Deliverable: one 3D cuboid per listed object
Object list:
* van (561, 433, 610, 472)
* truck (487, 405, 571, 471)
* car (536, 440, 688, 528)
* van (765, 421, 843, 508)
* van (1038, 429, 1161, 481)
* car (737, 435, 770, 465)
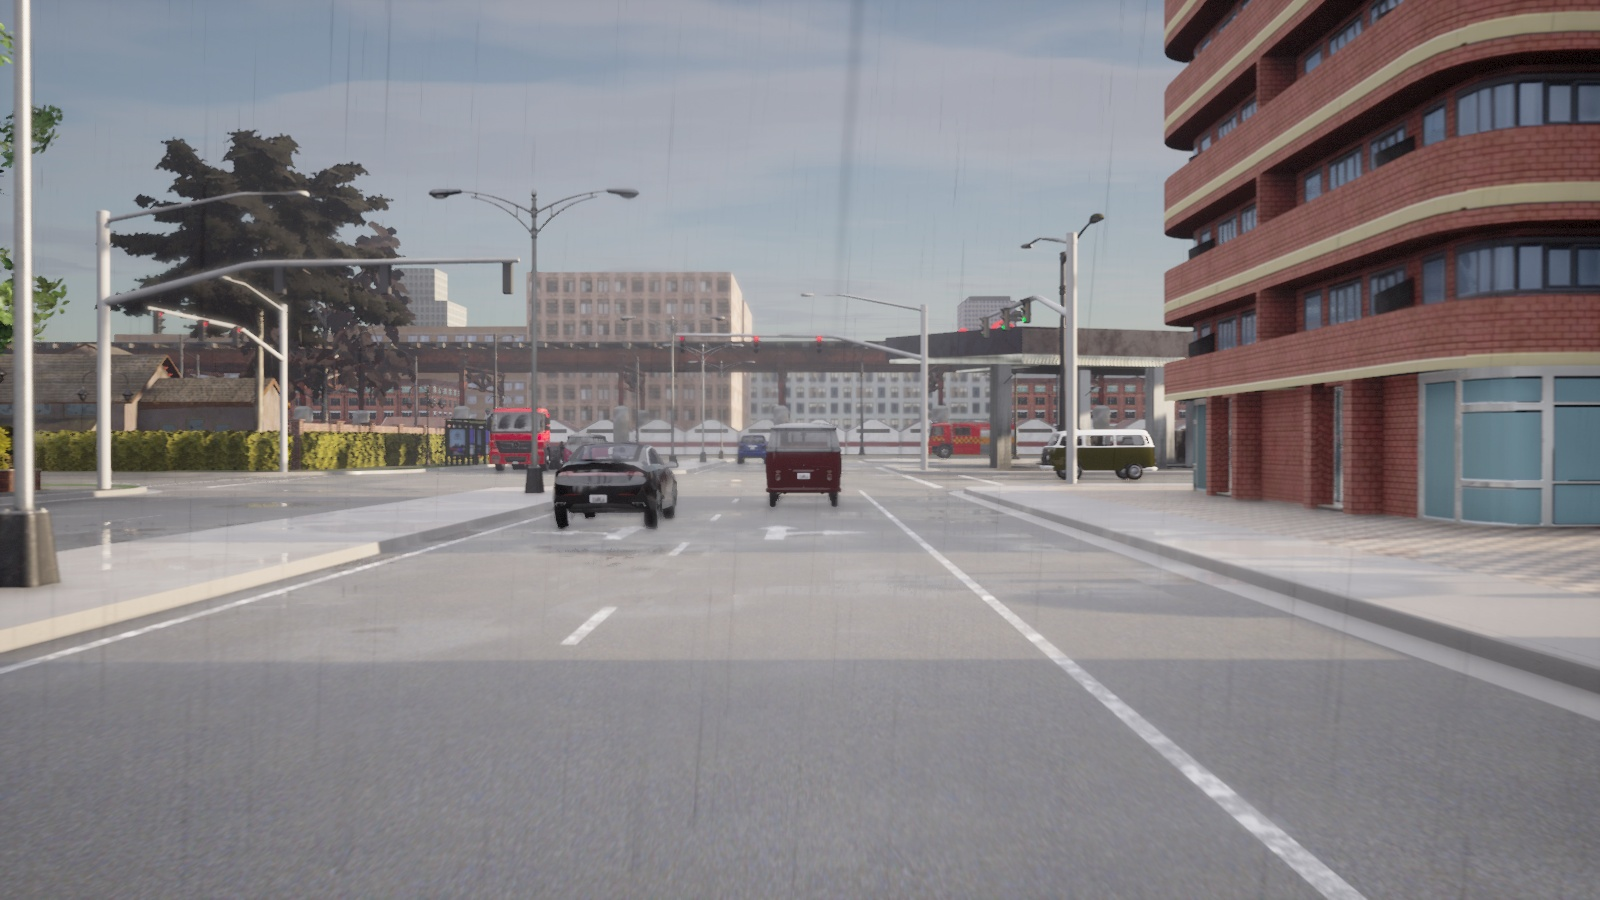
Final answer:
[{"bbox_3d":[-11.308,0.116,66.430,1.775,1.987,4.442,0,0,0],"label":"van"},{"bbox_3d":[-14.845,-0.638,69.413,2.891,3.462,7.936,0,0,0],"label":"truck"},{"bbox_3d":[-3.422,0.566,23.815,2.128,1.511,4.902,0,0,0],"label":"car"},{"bbox_3d":[0.098,0.323,30.991,1.775,1.987,4.442,0,0,0],"label":"van"},{"bbox_3d":[12.072,0.193,50.809,4.480,2.038,2.069,0,0,-2],"label":"van"},{"bbox_3d":[-3.247,-0.040,89.276,2.150,2.045,5.566,0,0,0],"label":"car"}]
